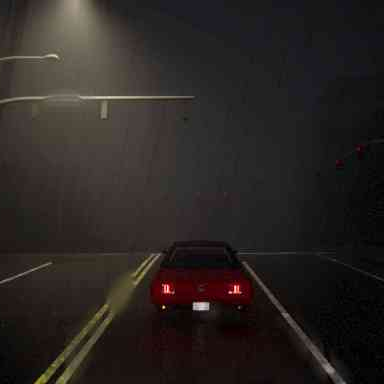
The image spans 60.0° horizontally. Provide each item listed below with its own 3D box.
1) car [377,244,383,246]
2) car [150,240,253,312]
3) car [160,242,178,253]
[{"bbox_3d":[17.317,4.594,26.730,4.902,1.511,2.128,4,-10,1],"label":"car"},{"bbox_3d":[0.197,1.830,8.190,1.895,1.301,4.718,0,-2,1],"label":"car"},{"bbox_3d":[-2.908,7.137,42.876,1.895,1.301,4.718,0,-10,1],"label":"car"}]
